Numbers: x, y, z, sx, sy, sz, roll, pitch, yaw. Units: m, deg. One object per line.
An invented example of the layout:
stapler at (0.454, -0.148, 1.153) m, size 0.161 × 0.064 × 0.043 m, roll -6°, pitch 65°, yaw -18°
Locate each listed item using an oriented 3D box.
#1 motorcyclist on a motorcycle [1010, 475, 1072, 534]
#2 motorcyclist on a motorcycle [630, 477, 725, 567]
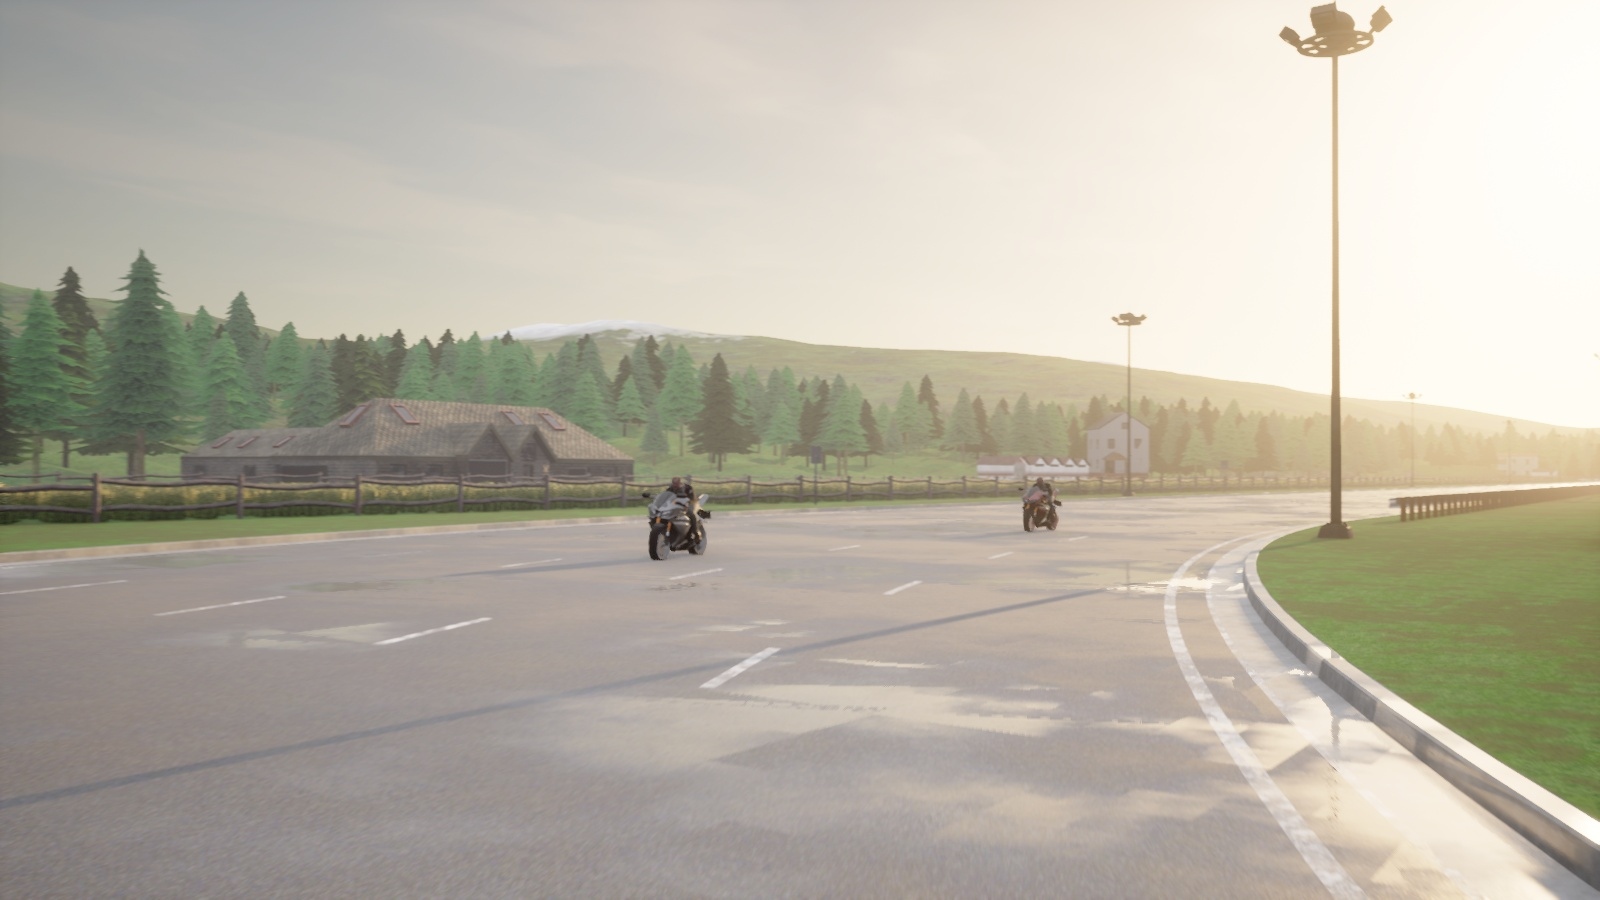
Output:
motorcyclist on a motorcycle at (6.540, 1.442, 34.032) m, size 0.866 × 1.530 × 2.191 m, roll 0°, pitch -1°, yaw 33°
motorcyclist on a motorcycle at (-2.190, 1.265, 22.813) m, size 0.866 × 1.530 × 2.191 m, roll 0°, pitch -1°, yaw 20°
